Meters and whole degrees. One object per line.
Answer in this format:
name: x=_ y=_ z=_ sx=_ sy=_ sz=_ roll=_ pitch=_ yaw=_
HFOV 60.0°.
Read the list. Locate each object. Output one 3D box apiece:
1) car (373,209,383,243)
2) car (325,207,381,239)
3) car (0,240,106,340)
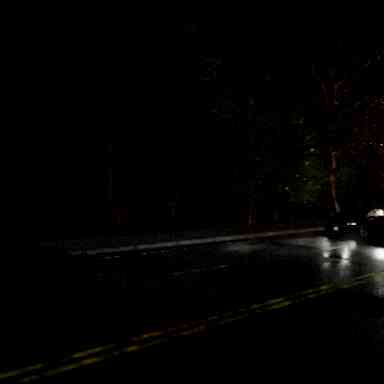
car: x=10.443 y=1.620 z=15.075 sx=4.674 sy=1.442 sz=1.812 roll=1 pitch=0 yaw=-35
car: x=9.284 y=1.592 z=18.232 sx=4.902 sy=1.511 sz=2.128 roll=0 pitch=0 yaw=-35
car: x=-3.675 y=1.524 z=5.034 sx=4.674 sy=1.442 sz=1.812 roll=0 pitch=0 yaw=-35
